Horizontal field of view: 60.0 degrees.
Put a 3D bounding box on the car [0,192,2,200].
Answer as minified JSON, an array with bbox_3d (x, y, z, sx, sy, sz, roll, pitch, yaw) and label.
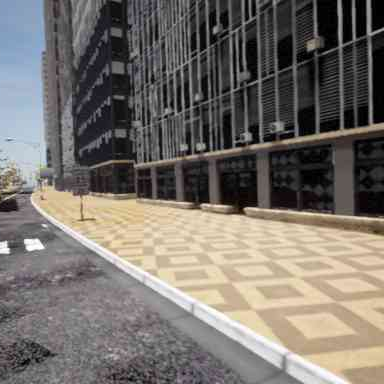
[{"bbox_3d":[-29.946,0.467,50.343,2.128,1.511,4.902,-3,3,-25],"label":"car"}]
